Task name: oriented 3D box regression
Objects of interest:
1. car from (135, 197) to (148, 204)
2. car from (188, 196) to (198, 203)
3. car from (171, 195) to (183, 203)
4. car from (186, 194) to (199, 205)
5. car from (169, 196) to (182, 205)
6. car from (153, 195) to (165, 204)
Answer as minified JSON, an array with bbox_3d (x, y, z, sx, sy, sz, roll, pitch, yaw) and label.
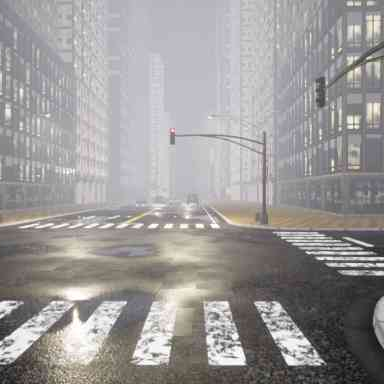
[{"bbox_3d":[-9.622,1.664,64.357,2.033,1.411,5.357,0,0,0],"label":"car"},{"bbox_3d":[0.141,1.541,70.588,1.994,1.385,4.181,0,0,0],"label":"car"},{"bbox_3d":[-3.110,1.495,70.178,2.128,1.511,4.902,0,0,0],"label":"car"},{"bbox_3d":[0.120,1.323,60.201,2.150,2.045,5.566,0,0,0],"label":"car"},{"bbox_3d":[-3.130,1.702,60.206,1.895,1.301,4.718,0,0,0],"label":"car"},{"bbox_3d":[-6.372,1.468,64.382,2.097,1.767,4.553,0,0,0],"label":"car"}]
